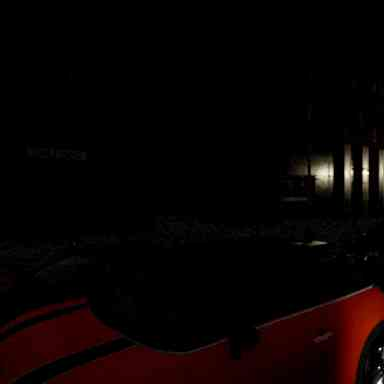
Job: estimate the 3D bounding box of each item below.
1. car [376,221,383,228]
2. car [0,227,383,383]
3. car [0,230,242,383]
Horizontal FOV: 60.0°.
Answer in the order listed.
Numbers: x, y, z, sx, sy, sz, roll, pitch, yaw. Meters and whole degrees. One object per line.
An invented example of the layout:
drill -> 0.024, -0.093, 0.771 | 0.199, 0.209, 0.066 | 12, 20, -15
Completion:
car -> 7.722, 1.667, 12.146 | 4.313, 1.339, 1.947 | 1, -1, -35
car -> 0.161, 1.367, 3.492 | 4.553, 1.767, 2.097 | 1, 0, -35
car -> -1.461, 1.559, 5.608 | 4.507, 1.381, 1.887 | 1, 0, -35
